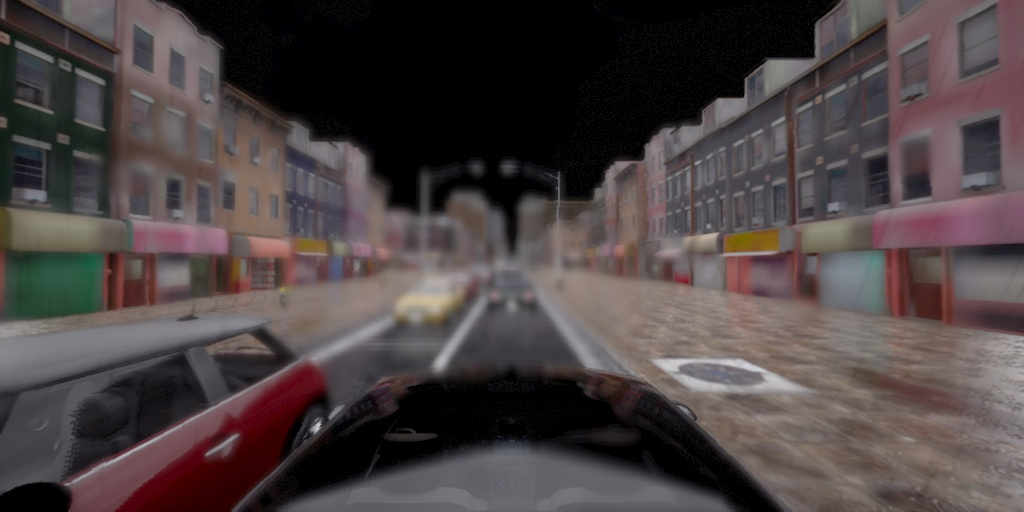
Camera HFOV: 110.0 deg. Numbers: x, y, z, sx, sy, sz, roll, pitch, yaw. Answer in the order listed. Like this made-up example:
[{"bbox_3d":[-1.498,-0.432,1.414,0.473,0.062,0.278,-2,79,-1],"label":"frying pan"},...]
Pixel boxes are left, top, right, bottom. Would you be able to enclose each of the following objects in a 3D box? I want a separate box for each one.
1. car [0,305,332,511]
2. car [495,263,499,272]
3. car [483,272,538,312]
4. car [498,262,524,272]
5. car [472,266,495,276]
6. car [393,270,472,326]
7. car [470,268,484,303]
[{"bbox_3d":[-2.637,1.189,1.634,1.967,1.591,4.097,0,0,0],"label":"car"},{"bbox_3d":[-2.618,1.759,39.290,1.948,1.339,4.313,0,0,0],"label":"car"},{"bbox_3d":[0.026,1.501,15.098,1.895,1.301,4.718,0,-1,1],"label":"car"},{"bbox_3d":[0.046,1.568,31.080,1.882,1.535,5.008,0,0,1],"label":"car"},{"bbox_3d":[-2.623,1.500,28.531,1.967,1.591,4.097,0,0,0],"label":"car"},{"bbox_3d":[-2.632,1.395,12.223,1.751,1.417,4.829,0,0,0],"label":"car"},{"bbox_3d":[-2.629,1.477,17.772,1.888,1.381,4.507,0,0,0],"label":"car"}]
